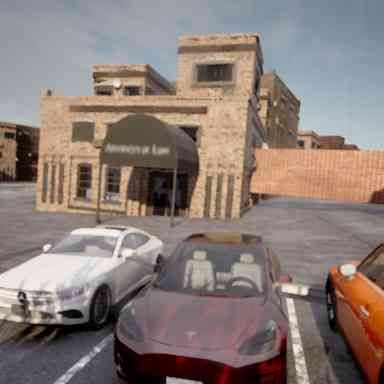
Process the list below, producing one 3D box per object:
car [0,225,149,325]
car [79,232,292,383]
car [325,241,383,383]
[{"bbox_3d":[-1.972,1.490,7.139,2.002,1.452,4.674,1,0,13],"label":"car"},{"bbox_3d":[0.486,1.491,5.485,2.163,1.488,4.792,1,-1,13],"label":"car"},{"bbox_3d":[2.943,1.348,3.861,2.185,1.767,4.553,0,-1,13],"label":"car"}]
